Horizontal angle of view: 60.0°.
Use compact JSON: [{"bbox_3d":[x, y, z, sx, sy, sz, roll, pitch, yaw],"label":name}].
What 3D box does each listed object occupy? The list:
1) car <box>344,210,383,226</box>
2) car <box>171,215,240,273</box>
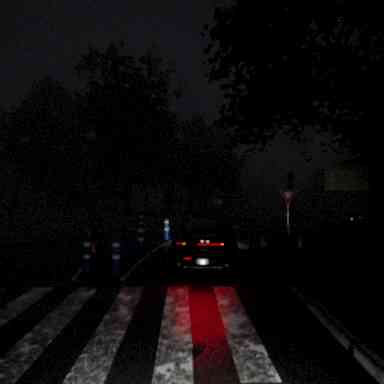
[{"bbox_3d":[14.851,2.239,27.834,4.181,1.385,1.994,2,-1,-23],"label":"car"},{"bbox_3d":[0.470,1.499,10.701,1.837,1.490,4.892,0,0,5],"label":"car"}]
